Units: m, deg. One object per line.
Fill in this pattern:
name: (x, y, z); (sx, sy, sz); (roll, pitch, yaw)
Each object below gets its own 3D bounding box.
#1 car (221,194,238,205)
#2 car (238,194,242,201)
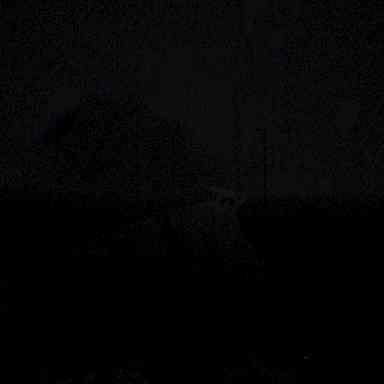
car: (5.401, 1.163, 49.812); (1.837, 1.490, 4.892); (0, 0, 11)
car: (9.405, 1.031, 68.535); (2.033, 1.411, 5.357); (0, 1, 11)
